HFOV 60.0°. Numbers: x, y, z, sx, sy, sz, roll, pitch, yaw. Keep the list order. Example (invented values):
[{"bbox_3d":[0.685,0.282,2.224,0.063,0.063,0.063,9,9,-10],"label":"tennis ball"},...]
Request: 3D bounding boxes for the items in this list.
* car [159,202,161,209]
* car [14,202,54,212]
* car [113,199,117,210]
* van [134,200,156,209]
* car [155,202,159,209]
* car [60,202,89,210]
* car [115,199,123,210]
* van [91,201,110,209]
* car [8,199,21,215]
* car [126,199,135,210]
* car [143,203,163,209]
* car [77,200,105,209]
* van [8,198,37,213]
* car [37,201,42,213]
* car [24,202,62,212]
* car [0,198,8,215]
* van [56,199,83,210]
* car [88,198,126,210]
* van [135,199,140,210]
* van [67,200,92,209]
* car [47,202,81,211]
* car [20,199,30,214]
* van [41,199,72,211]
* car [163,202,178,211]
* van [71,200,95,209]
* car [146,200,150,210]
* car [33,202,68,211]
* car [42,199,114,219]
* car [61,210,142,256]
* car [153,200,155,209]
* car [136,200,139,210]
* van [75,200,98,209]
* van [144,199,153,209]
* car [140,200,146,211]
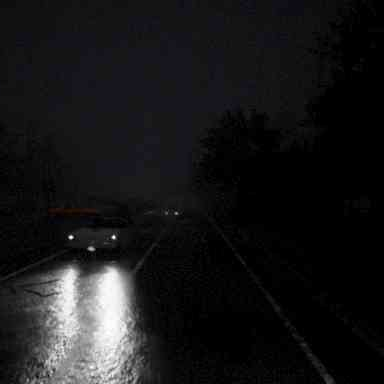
[{"bbox_3d":[-10.269,3.217,76.956,5.008,1.535,2.097,0,-3,0],"label":"car"},{"bbox_3d":[-23.377,2.226,49.313,5.008,1.535,2.097,0,-2,0],"label":"car"},{"bbox_3d":[-10.324,1.743,32.590,4.892,1.521,2.231,0,-1,0],"label":"car"},{"bbox_3d":[-10.163,2.733,71.420,4.442,1.987,1.878,0,-3,0],"label":"van"},{"bbox_3d":[-10.311,2.579,68.648,5.566,2.045,2.435,0,-3,0],"label":"car"},{"bbox_3d":[-23.370,2.735,66.051,5.008,1.535,2.097,0,-2,0],"label":"car"},{"bbox_3d":[-10.322,1.811,35.362,5.008,1.535,2.097,0,-2,0],"label":"car"},{"bbox_3d":[-23.462,3.379,85.288,4.442,1.987,1.878,0,-3,0],"label":"van"},{"bbox_3d":[-23.208,1.891,38.364,5.366,1.575,1.946,0,-2,0],"label":"car"},{"bbox_3d":[-10.282,1.719,40.915,5.566,2.045,2.435,0,-2,0],"label":"car"},{"bbox_3d":[-10.257,3.735,88.049,4.892,1.521,2.231,0,-3,0],"label":"car"},{"bbox_3d":[-23.326,2.967,76.988,5.566,2.045,2.435,0,-3,0],"label":"car"},{"bbox_3d":[-23.504,1.835,43.907,4.442,1.987,1.878,0,-2,0],"label":"van"},{"bbox_3d":[-23.353,2.020,46.672,4.553,1.767,2.185,0,-2,0],"label":"car"},{"bbox_3d":[-23.374,2.314,52.207,5.008,1.535,2.097,0,-2,0],"label":"car"},{"bbox_3d":[-23.423,1.565,35.604,5.566,2.045,2.435,0,-1,0],"label":"car"},{"bbox_3d":[-23.251,2.426,63.289,4.442,1.987,1.878,0,-2,0],"label":"van"},{"bbox_3d":[-10.344,1.763,38.141,4.553,1.767,2.185,0,-2,0],"label":"car"},{"bbox_3d":[-10.419,1.998,49.239,4.442,1.987,1.878,0,-2,0],"label":"van"},{"bbox_3d":[-23.246,2.605,68.677,4.442,1.987,1.878,0,-2,0],"label":"van"},{"bbox_3d":[-23.186,2.564,60.515,5.366,1.575,1.946,0,-2,0],"label":"car"},{"bbox_3d":[-23.383,1.978,41.130,4.892,1.521,2.231,0,-2,0],"label":"car"},{"bbox_3d":[-23.490,2.257,57.752,4.442,1.987,1.878,0,-2,0],"label":"van"},{"bbox_3d":[-3.288,2.392,54.867,1.882,1.535,5.008,0,-2,0],"label":"car"},{"bbox_3d":[-23.476,2.740,71.577,4.442,1.987,1.878,0,-3,0],"label":"van"},{"bbox_3d":[-10.264,2.507,57.555,4.792,1.488,2.163,0,-2,0],"label":"car"},{"bbox_3d":[-23.370,2.399,54.976,4.892,1.521,2.231,0,-2,0],"label":"car"},{"bbox_3d":[-10.136,1.679,29.822,5.366,1.575,1.946,0,-1,0],"label":"car"},{"bbox_3d":[-3.344,1.611,13.310,1.895,1.301,4.718,0,0,0],"label":"car"},{"bbox_3d":[-10.315,2.760,65.887,4.792,1.488,2.163,0,-2,0],"label":"car"},{"bbox_3d":[-10.307,2.179,46.456,4.674,1.452,2.002,0,-2,0],"label":"car"},{"bbox_3d":[-23.474,2.863,74.220,4.442,1.987,1.878,0,-3,0],"label":"van"},{"bbox_3d":[-10.171,2.420,63.114,4.442,1.987,1.878,0,-2,0],"label":"van"},{"bbox_3d":[-10.305,2.308,52.007,5.008,1.535,2.097,0,-2,0],"label":"car"}]
